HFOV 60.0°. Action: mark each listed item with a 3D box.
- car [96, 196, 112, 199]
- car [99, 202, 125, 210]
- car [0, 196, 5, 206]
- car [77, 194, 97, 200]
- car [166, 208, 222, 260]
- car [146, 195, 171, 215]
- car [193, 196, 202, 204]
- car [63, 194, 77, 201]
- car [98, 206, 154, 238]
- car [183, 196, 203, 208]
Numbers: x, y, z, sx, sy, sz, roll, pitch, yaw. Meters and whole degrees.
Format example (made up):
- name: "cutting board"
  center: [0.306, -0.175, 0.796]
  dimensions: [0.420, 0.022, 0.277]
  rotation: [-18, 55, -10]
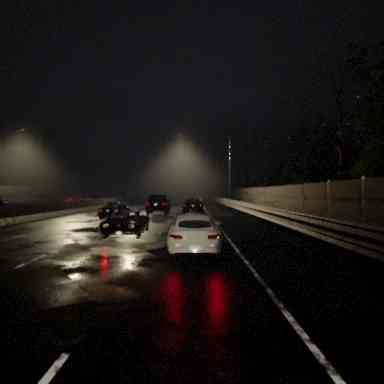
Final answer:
- name: "car"
  center: [-17.496, 1.661, 68.514]
  dimensions: [2.128, 1.511, 4.902]
  rotation: [0, 0, 0]
- name: "car"
  center: [-6.900, 1.593, 29.701]
  dimensions: [2.033, 1.411, 5.357]
  rotation: [0, 0, 0]
- name: "car"
  center: [-17.597, 1.262, 27.168]
  dimensions: [2.150, 2.045, 5.566]
  rotation: [0, 0, 0]
- name: "car"
  center: [-20.996, 1.352, 67.864]
  dimensions: [2.150, 2.045, 5.566]
  rotation: [0, 0, 0]
- name: "car"
  center: [0.094, 1.540, 12.437]
  dimensions: [1.812, 1.442, 4.674]
  rotation: [0, 0, 0]
- name: "car"
  center: [-3.398, 1.276, 34.076]
  dimensions: [2.150, 2.045, 5.566]
  rotation: [0, 0, 0]
- name: "car"
  center: [1.229, 1.601, 71.191]
  dimensions: [1.801, 1.575, 5.366]
  rotation: [0, 0, 0]
- name: "car"
  center: [-24.496, 1.361, 68.485]
  dimensions: [2.150, 2.045, 5.566]
  rotation: [0, 0, 0]
- name: "car"
  center: [-3.400, 1.623, 17.735]
  dimensions: [1.895, 1.301, 4.718]
  rotation: [0, 0, 0]
- name: "car"
  center: [0.100, 1.408, 34.848]
  dimensions: [2.097, 1.767, 4.553]
  rotation: [0, 0, 0]
